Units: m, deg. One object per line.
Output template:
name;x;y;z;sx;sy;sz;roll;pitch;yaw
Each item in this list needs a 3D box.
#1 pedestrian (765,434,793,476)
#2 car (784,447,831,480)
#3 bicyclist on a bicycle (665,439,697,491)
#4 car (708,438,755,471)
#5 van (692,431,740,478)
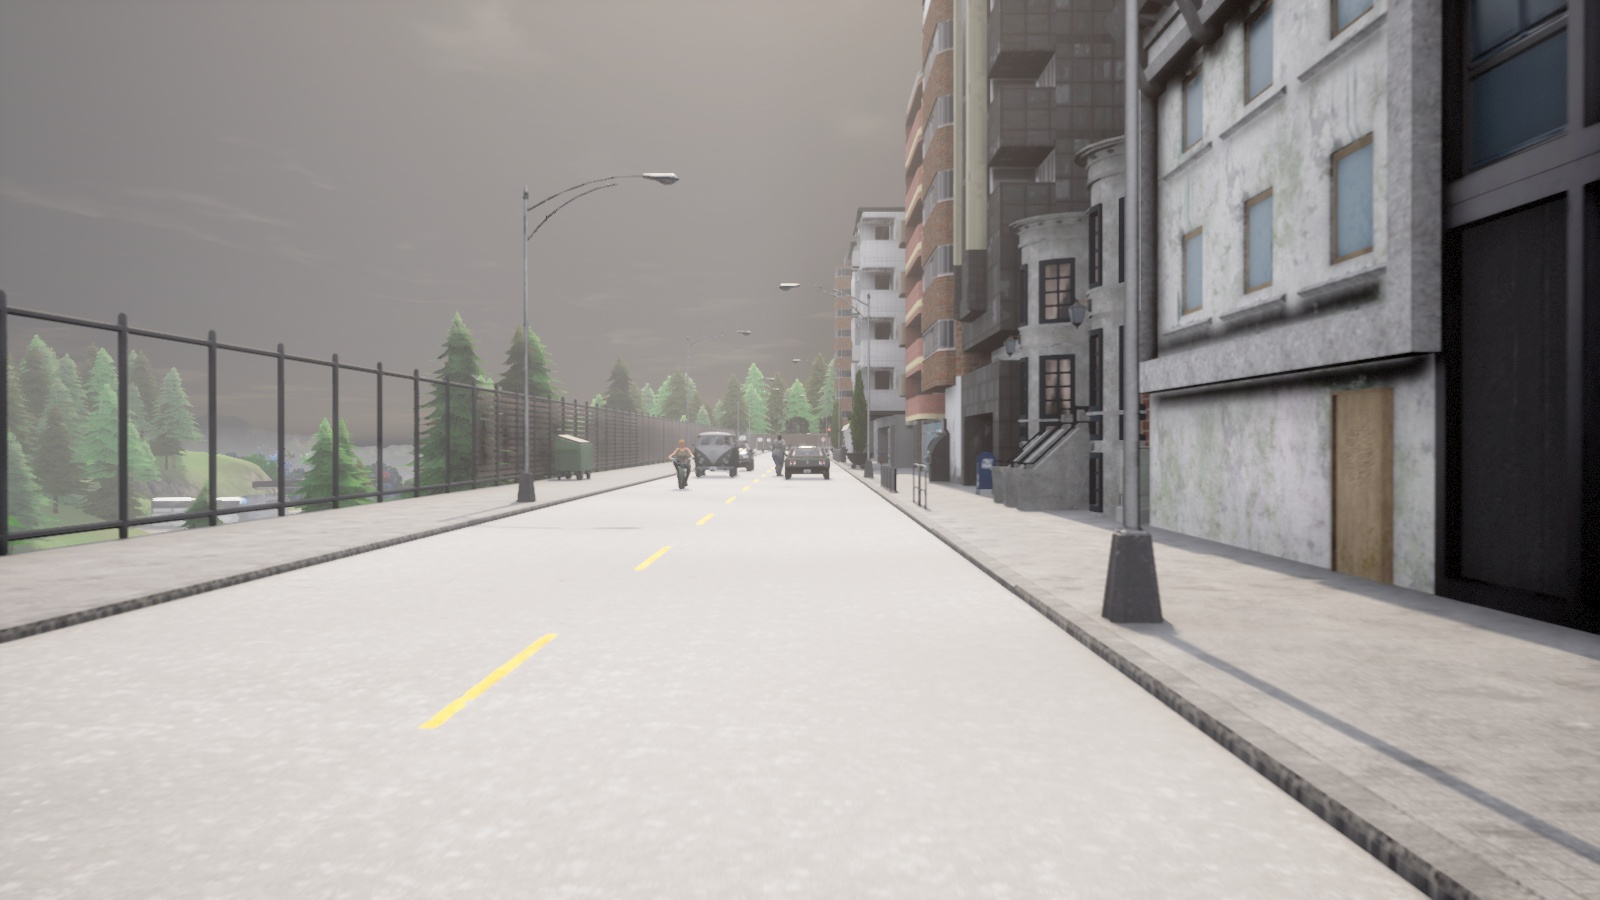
pedestrian;-0.939;0.228;55.685;0.874;1.855;0.900;0;0;45
car;0.307;0.551;52.577;1.895;1.301;4.718;0;0;0
bicyclist on a bicycle;-3.758;0.456;39.733;0.866;1.612;1.509;0;0;1
car;-3.612;0.211;66.955;2.242;1.667;4.611;0;0;0
van;-3.675;0.184;55.435;1.775;1.987;4.442;0;0;0
